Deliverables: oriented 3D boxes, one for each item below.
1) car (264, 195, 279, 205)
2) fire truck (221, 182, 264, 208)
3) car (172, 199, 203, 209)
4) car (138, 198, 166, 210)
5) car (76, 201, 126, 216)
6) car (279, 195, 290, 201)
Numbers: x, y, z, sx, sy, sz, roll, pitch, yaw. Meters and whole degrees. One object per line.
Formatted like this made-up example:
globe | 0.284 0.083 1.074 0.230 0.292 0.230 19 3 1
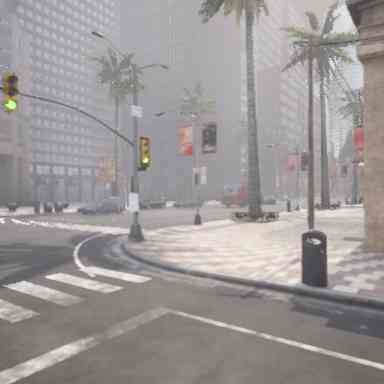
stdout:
car | 13.559 1.428 60.440 2.097 1.767 4.553 0 0 35
fire truck | 7.918 0.410 52.485 2.891 3.827 8.468 0 0 36
car | -0.527 1.633 46.907 2.033 1.411 5.357 0 0 36
car | -5.556 1.609 45.214 2.161 1.482 4.786 0 0 35
car | -9.332 1.632 34.652 2.033 1.411 5.357 0 0 36
car | 24.166 1.580 87.033 2.231 1.521 4.892 0 0 35
